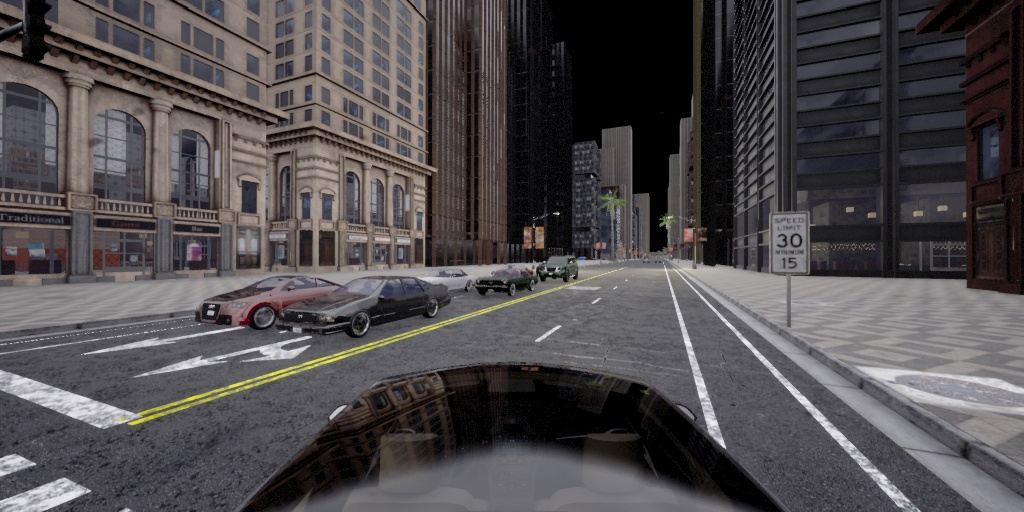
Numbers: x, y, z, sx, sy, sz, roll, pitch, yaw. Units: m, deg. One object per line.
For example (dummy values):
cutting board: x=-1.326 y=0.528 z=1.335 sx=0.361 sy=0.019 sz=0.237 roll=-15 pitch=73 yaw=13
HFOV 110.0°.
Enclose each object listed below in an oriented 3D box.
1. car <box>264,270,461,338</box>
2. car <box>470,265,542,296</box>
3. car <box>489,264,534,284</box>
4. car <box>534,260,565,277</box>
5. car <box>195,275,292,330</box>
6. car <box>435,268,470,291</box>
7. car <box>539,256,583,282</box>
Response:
car: x=-3.874 y=1.299 z=10.631 sx=2.033 sy=1.411 sz=5.357 roll=0 pitch=0 yaw=23
car: x=-0.177 y=1.358 z=19.479 sx=1.895 sy=1.301 sz=4.718 roll=0 pitch=0 yaw=23
car: x=0.081 y=1.364 z=28.523 sx=1.895 sy=1.301 sz=4.718 roll=0 pitch=0 yaw=23
car: x=4.051 y=1.251 z=37.925 sx=1.882 sy=1.535 sz=5.008 roll=0 pitch=0 yaw=23
car: x=-7.135 y=1.316 z=11.247 sx=1.994 sy=1.385 sz=4.181 roll=0 pitch=0 yaw=23
car: x=-3.762 y=1.357 z=19.332 sx=1.895 sy=1.301 sz=4.718 roll=0 pitch=0 yaw=23
car: x=3.951 y=0.987 z=29.347 sx=2.150 sy=2.045 sz=5.566 roll=0 pitch=0 yaw=22
